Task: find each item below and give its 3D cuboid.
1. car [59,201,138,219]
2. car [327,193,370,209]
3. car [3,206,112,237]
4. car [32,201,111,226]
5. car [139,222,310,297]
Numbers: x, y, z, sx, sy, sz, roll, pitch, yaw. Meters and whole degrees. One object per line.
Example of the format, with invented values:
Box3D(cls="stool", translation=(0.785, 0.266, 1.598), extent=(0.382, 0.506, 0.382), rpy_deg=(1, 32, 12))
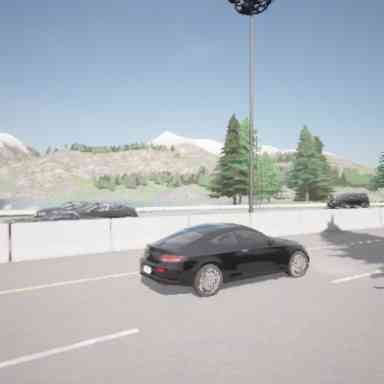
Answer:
Box3D(cls="car", translation=(-5.817, 1.426, 20.953), extent=(4.902, 1.511, 2.128), rpy_deg=(0, 0, -32))
Box3D(cls="car", translation=(19.542, 1.143, 41.521), extent=(5.566, 2.045, 2.150), rpy_deg=(0, 0, -20))
Box3D(cls="car", translation=(-6.651, 1.547, 16.260), extent=(4.718, 1.301, 1.895), rpy_deg=(0, 0, -34))
Box3D(cls="car", translation=(-8.416, 1.416, 23.436), extent=(4.902, 1.511, 2.128), rpy_deg=(0, 0, -32))
Box3D(cls="car", translation=(0.958, 1.504, 8.458), extent=(4.674, 1.442, 1.812), rpy_deg=(0, 0, -33))
